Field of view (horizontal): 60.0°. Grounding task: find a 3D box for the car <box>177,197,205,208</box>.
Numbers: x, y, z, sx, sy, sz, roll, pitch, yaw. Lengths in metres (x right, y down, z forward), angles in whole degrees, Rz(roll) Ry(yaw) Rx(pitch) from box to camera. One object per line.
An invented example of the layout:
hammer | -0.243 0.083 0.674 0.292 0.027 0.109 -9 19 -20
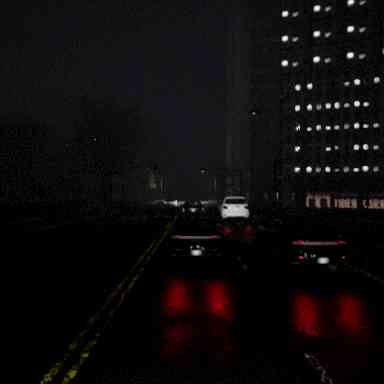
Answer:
car | 0.091 1.505 28.671 2.097 1.767 4.553 0 0 0

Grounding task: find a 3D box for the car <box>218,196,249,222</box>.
car | 3.412 1.369 27.693 2.150 2.045 5.566 0 0 2

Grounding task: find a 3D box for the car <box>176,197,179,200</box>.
car | -3.268 2.065 92.860 1.837 1.490 4.892 0 0 0

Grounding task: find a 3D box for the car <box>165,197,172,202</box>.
car | -6.518 2.117 92.859 1.994 1.385 4.181 0 0 0

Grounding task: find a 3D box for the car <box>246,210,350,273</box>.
car | 3.347 1.547 10.909 2.128 1.511 4.902 0 0 0

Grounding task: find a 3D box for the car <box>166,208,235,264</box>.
car | 0.099 1.553 12.043 2.128 1.511 4.902 0 0 -1
